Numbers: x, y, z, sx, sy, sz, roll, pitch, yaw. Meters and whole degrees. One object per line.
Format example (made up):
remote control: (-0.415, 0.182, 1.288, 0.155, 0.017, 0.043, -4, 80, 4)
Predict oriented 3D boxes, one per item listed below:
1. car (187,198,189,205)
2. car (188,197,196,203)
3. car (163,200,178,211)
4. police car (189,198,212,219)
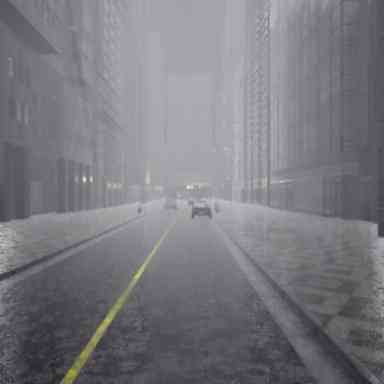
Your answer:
car: (-0.011, 1.998, 68.898, 1.895, 1.301, 4.718, 0, 0, 0)
car: (-0.014, 2.033, 83.869, 1.812, 1.442, 4.674, 0, 0, 0)
car: (-3.084, 1.887, 48.342, 1.837, 1.490, 4.892, 0, 0, 0)
police car: (0.895, 1.685, 32.754, 1.930, 1.638, 5.238, 0, 0, 0)
